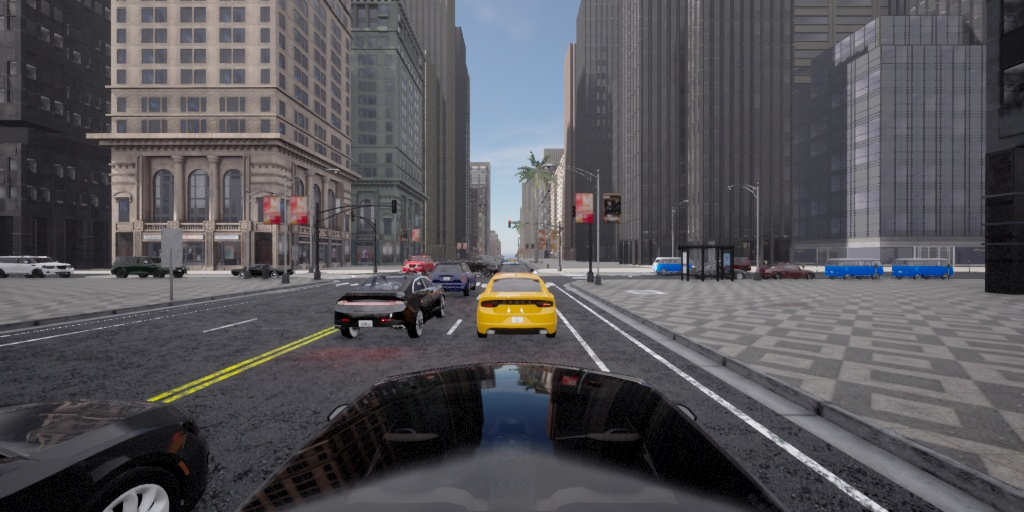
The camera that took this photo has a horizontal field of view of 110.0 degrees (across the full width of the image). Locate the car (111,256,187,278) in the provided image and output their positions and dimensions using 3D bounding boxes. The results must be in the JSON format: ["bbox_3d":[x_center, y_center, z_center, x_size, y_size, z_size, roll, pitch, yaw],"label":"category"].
[{"bbox_3d":[-33.016,1.008,32.671,5.566,2.045,2.150,0,0,0],"label":"car"}]

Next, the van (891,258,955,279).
[{"bbox_3d":[34.144,1.079,29.827,3.998,1.789,1.690,0,0,0],"label":"van"}]

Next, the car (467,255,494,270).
[{"bbox_3d":[-2.763,0.972,36.254,2.150,2.045,5.566,-2,1,-39],"label":"car"}]

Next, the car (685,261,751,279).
[{"bbox_3d":[17.112,1.299,29.846,4.403,1.370,2.007,0,0,0],"label":"car"}]

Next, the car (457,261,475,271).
[{"bbox_3d":[-6.529,1.353,51.342,1.895,1.301,4.718,0,0,0],"label":"car"}]

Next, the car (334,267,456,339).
[{"bbox_3d":[-3.139,1.241,10.139,2.128,1.511,4.902,0,0,0],"label":"car"}]

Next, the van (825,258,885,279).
[{"bbox_3d":[28.467,1.082,29.833,3.998,1.789,1.690,0,0,0],"label":"van"}]

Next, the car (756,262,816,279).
[{"bbox_3d":[22.790,1.326,29.839,4.207,1.307,1.802,0,0,0],"label":"car"}]

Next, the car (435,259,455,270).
[{"bbox_3d":[-9.769,1.244,52.728,2.128,1.511,4.902,0,0,0],"label":"car"}]

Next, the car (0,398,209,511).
[{"bbox_3d":[-3.151,1.255,0.623,1.837,1.490,4.892,0,0,0],"label":"car"}]

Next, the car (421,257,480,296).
[{"bbox_3d":[-3.124,1.102,19.278,2.097,1.767,4.553,0,0,0],"label":"car"}]

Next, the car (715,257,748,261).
[{"bbox_3d":[22.798,1.035,38.364,5.009,1.841,2.192,0,0,0],"label":"car"}]

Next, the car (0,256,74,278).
[{"bbox_3d":[-43.723,1.021,32.744,5.566,2.045,2.150,0,0,0],"label":"car"}]

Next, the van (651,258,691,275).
[{"bbox_3d":[17.120,1.065,38.371,3.998,1.789,1.690,0,0,0],"label":"van"}]

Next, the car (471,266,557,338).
[{"bbox_3d":[0.110,1.228,10.229,1.882,1.535,5.008,0,0,0],"label":"car"}]

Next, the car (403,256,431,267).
[{"bbox_3d":[-9.798,0.975,37.903,2.150,2.045,5.566,0,0,0],"label":"car"}]

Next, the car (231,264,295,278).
[{"bbox_3d":[-22.543,1.376,32.602,4.718,1.301,1.895,0,0,0],"label":"car"}]

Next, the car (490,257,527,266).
[{"bbox_3d":[0.126,1.102,19.302,2.097,1.767,4.553,0,0,0],"label":"car"}]
